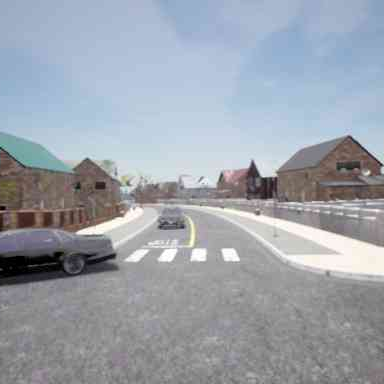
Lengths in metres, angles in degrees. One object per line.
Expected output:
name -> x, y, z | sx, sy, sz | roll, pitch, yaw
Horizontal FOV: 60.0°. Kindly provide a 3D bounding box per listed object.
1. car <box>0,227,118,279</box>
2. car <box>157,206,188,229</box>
car -> -4.985, 1.785, 9.817 | 5.357, 1.411, 2.033 | -2, 0, -25
car -> -1.427, 1.826, 24.410 | 1.837, 1.490, 4.892 | -1, -1, -1
